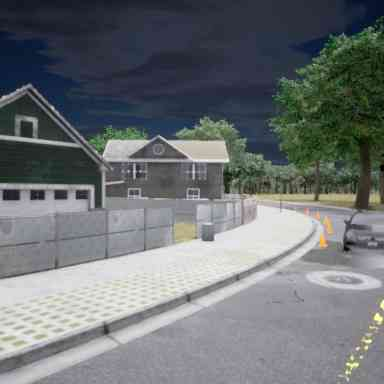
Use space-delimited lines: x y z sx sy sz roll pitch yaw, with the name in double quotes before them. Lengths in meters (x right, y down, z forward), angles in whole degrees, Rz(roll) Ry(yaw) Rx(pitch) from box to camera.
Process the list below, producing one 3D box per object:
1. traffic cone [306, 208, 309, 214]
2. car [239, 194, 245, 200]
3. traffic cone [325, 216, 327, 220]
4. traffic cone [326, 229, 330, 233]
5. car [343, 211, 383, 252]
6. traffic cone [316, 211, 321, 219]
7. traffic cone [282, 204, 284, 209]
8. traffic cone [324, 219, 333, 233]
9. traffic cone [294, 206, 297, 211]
"traffic cone" 11.073 1.849 31.874 0.340 0.580 0.340 0 0 7
"car" 9.715 1.222 64.205 1.837 1.490 4.892 0 0 -14
"traffic cone" 9.103 1.899 22.563 0.340 0.580 0.340 0 0 17
"traffic cone" 5.417 1.935 13.788 0.340 0.580 0.340 0 0 28
"car" 7.198 1.505 13.379 1.812 1.442 4.674 0 0 27
"traffic cone" 10.308 1.875 27.170 0.340 0.580 0.340 0 0 12
"traffic cone" 11.258 1.795 41.390 0.340 0.580 0.340 0 0 -4
"traffic cone" 7.467 1.919 18.088 0.340 0.580 0.340 0 0 23
"traffic cone" 11.391 1.822 36.628 0.340 0.580 0.340 0 0 1
